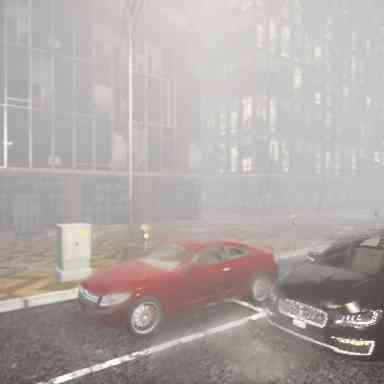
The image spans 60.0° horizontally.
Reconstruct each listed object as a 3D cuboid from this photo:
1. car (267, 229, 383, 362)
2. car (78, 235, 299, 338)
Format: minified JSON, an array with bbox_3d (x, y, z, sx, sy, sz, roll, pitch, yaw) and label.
[{"bbox_3d":[3.391,1.466,5.794,4.892,1.490,1.837,0,0,-35],"label":"car"},{"bbox_3d":[-0.033,1.559,6.532,4.206,1.307,1.802,0,1,-36],"label":"car"}]
